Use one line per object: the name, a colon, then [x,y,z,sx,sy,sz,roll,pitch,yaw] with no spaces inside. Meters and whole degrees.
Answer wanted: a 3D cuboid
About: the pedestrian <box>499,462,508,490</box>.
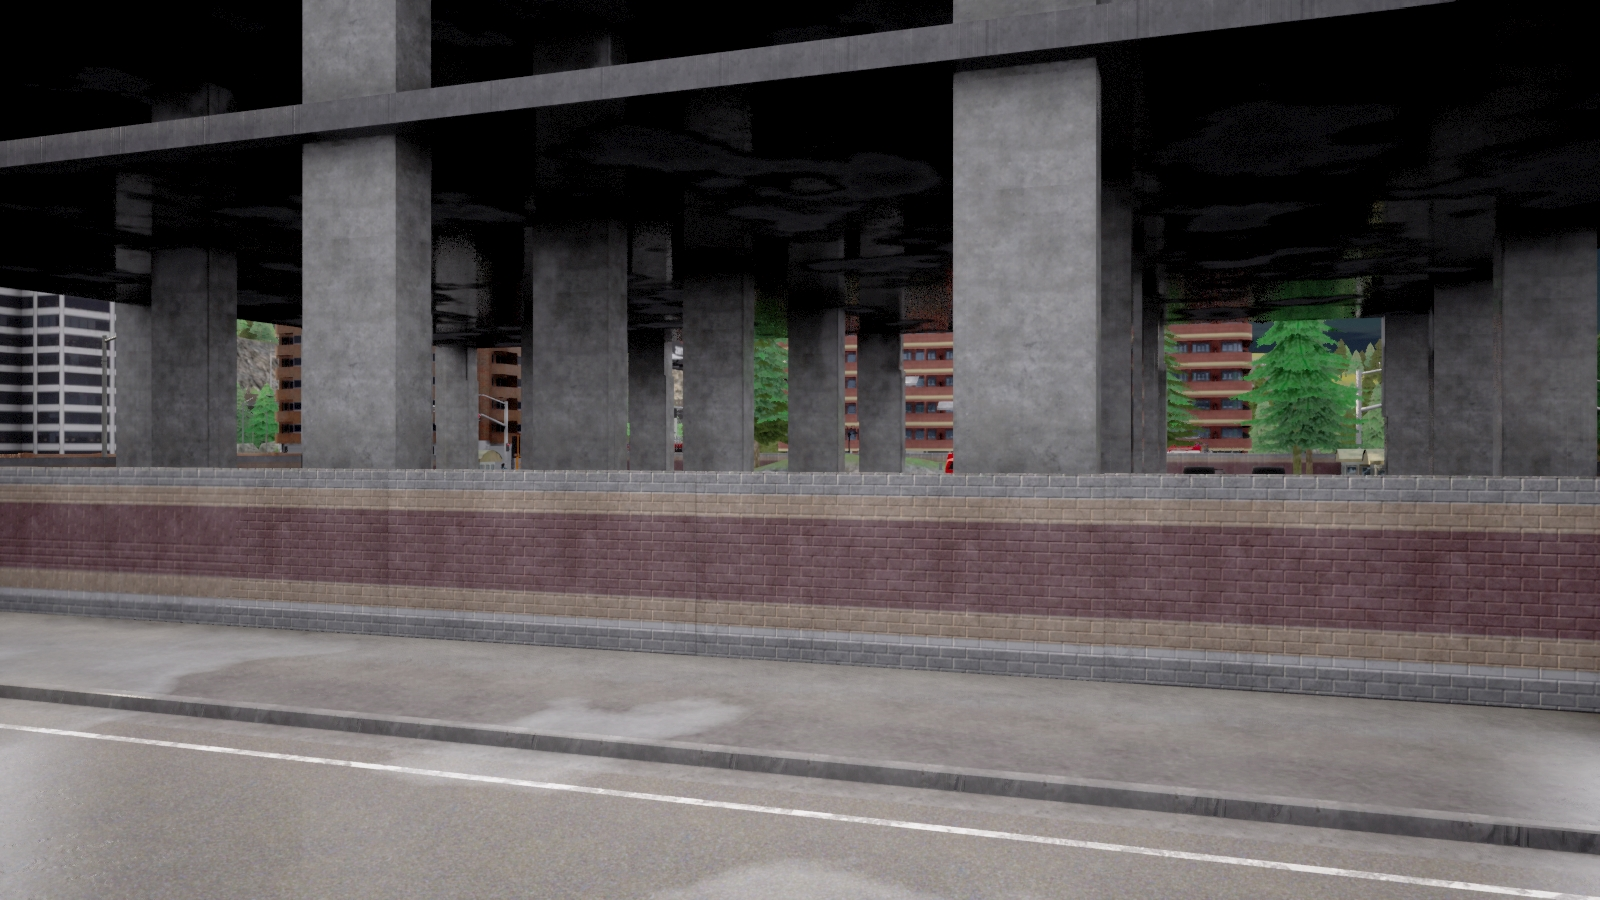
pedestrian: [-19.444,1.696,74.935,0.375,1.860,0.375,0,0,26]
